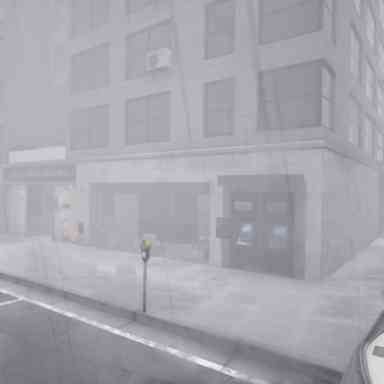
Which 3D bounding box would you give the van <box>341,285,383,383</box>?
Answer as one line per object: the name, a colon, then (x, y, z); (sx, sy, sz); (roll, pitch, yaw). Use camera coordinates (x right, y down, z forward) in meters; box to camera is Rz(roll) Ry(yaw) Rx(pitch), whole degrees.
van: (2.593, 1.342, 1.095); (3.998, 1.788, 1.690); (0, 1, 36)
